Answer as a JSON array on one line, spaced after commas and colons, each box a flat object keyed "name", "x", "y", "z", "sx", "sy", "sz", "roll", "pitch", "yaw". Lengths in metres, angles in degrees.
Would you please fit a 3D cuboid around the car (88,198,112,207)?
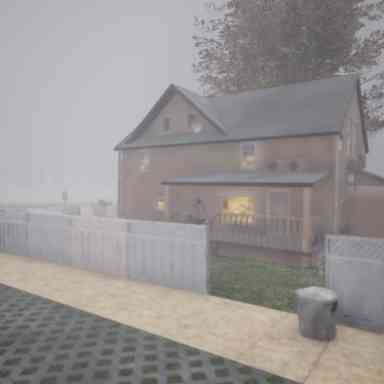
[{"name": "car", "x": -15.242, "y": 1.800, "z": 55.414, "sx": 2.097, "sy": 1.767, "sz": 4.553, "roll": 1, "pitch": 0, "yaw": 20}]

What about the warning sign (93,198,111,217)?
[{"name": "warning sign", "x": -9.322, "y": 1.579, "z": 34.431, "sx": 1.300, "sy": 1.860, "sz": 1.060, "roll": 3, "pitch": 1, "yaw": 20}]
